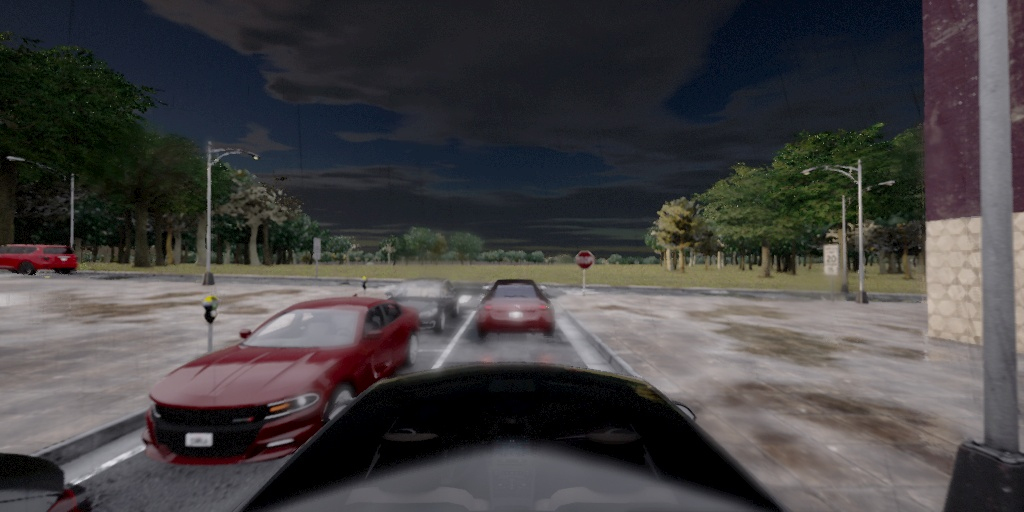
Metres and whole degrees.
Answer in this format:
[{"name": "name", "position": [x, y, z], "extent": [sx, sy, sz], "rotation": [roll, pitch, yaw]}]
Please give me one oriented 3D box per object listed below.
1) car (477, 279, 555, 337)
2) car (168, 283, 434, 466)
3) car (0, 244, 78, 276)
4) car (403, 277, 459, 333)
[{"name": "car", "position": [0.095, 1.362, 10.463], "extent": [1.994, 1.385, 4.181], "rotation": [0, 0, 0]}, {"name": "car", "position": [-2.638, 1.314, 5.262], "extent": [1.888, 1.381, 4.507], "rotation": [0, 0, 0]}, {"name": "car", "position": [-32.969, 0.249, 24.239], "extent": [5.566, 2.045, 2.150], "rotation": [1, -1, 0]}, {"name": "car", "position": [-2.639, 1.350, 10.804], "extent": [2.007, 1.370, 4.403], "rotation": [0, 0, 0]}]
